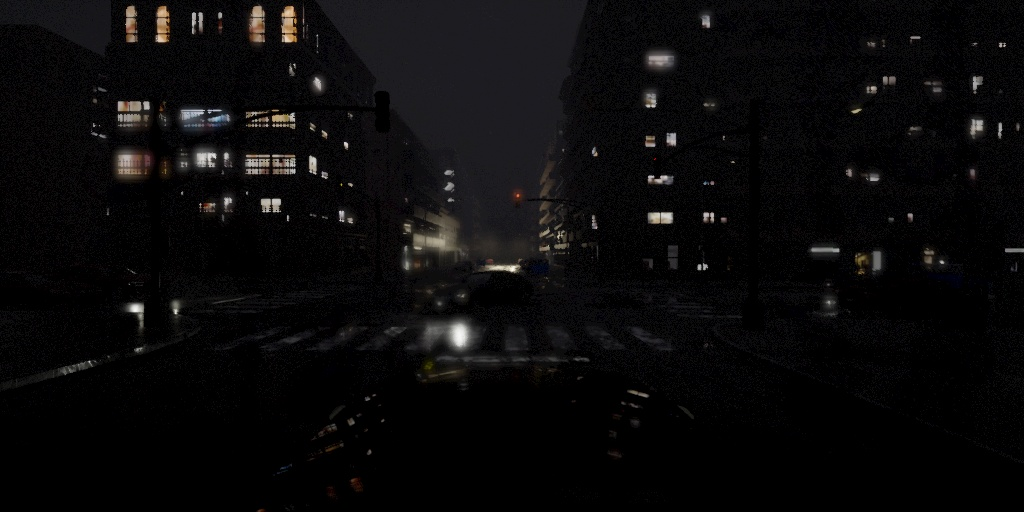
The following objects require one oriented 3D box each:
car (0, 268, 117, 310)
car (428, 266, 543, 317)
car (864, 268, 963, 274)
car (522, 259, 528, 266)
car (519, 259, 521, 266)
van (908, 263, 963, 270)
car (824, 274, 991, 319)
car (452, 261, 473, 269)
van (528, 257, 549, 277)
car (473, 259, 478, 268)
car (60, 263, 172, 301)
[{"bbox_3d":[-17.763,1.215,13.228,4.207,1.307,1.802,0,0,0],"label":"car"},{"bbox_3d":[-0.972,1.277,13.559,1.812,1.442,4.674,-1,-1,37],"label":"car"},{"bbox_3d":[19.925,1.506,19.022,5.357,1.411,2.033,1,0,0],"label":"car"},{"bbox_3d":[2.657,1.091,41.478,2.192,1.841,5.009,0,0,0],"label":"car"},{"bbox_3d":[2.584,1.252,58.039,1.967,1.591,4.097,0,0,0],"label":"car"},{"bbox_3d":[26.060,1.343,21.597,3.998,1.789,1.690,0,0,0],"label":"van"},{"bbox_3d":[14.690,1.498,13.228,4.507,1.381,1.888,0,0,0],"label":"car"},{"bbox_3d":[-5.910,1.358,41.512,1.802,1.307,4.207,0,0,0],"label":"car"},{"bbox_3d":[2.756,1.109,35.981,1.690,1.789,3.998,0,0,0],"label":"van"},{"bbox_3d":[-5.920,1.352,47.034,1.948,1.339,4.313,0,0,0],"label":"car"},{"bbox_3d":[-18.015,1.086,15.809,5.008,1.535,1.882,1,0,0],"label":"car"}]
